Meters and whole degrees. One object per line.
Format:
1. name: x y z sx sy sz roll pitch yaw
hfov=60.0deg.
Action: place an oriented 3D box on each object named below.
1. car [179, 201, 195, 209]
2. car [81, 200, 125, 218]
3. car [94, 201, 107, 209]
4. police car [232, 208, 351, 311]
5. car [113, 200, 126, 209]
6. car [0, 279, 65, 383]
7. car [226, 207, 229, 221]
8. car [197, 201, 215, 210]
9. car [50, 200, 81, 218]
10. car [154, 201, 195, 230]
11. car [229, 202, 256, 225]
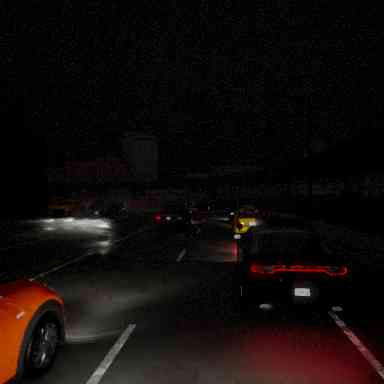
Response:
1. car: -0.919 2.348 60.036 1.895 1.301 4.718 0 -2 -15
2. car: -7.937 1.497 30.181 2.128 1.511 4.902 0 0 0
3. car: -19.428 2.743 70.531 1.837 1.490 4.892 1 -3 -23
4. police car: 2.062 1.429 7.996 1.930 1.638 5.238 0 0 6
5. car: -15.327 2.575 69.853 2.097 1.767 4.553 1 -3 -20
6. car: -2.943 1.353 2.763 2.097 1.767 4.553 0 0 6
7. car: 3.623 1.522 24.037 1.837 1.490 4.892 0 0 4
8. car: 1.862 1.863 45.789 1.895 1.301 4.718 0 -1 -8
9. car: -11.419 1.478 30.846 1.882 1.535 5.008 0 0 0
10. car: -1.115 1.557 21.296 2.033 1.411 5.357 0 0 5
11. car: 3.082 1.464 18.028 1.801 1.575 5.366 0 0 6
